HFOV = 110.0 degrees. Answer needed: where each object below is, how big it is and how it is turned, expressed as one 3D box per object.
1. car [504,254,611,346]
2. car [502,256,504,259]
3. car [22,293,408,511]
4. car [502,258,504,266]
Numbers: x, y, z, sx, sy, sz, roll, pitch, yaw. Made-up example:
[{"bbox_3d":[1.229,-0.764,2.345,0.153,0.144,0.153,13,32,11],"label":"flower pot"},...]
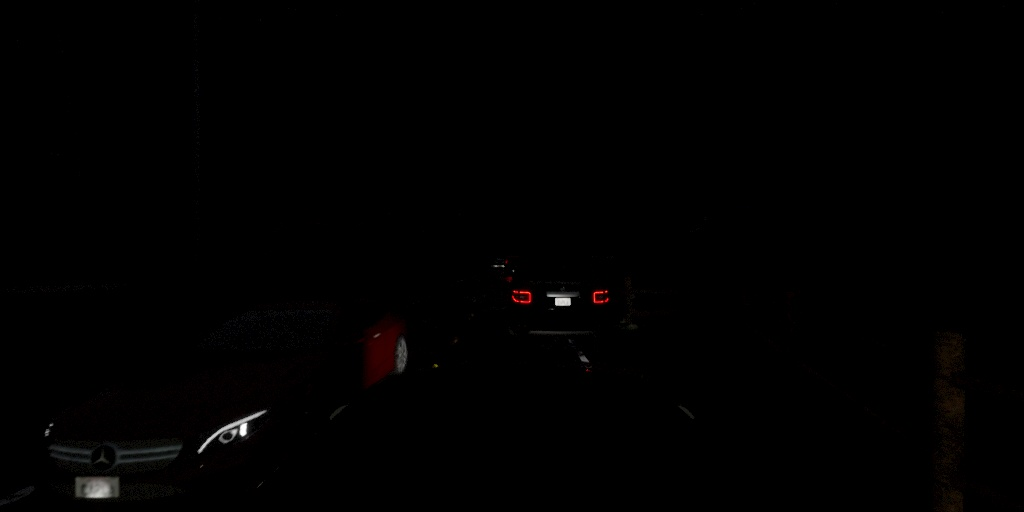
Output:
[{"bbox_3d":[0.982,0.972,9.567,2.150,2.045,5.566,0,0,0],"label":"car"},{"bbox_3d":[0.101,0.984,48.891,2.150,2.045,5.566,0,0,0],"label":"car"},{"bbox_3d":[-2.740,1.275,4.704,1.812,1.442,4.674,0,0,0],"label":"car"},{"bbox_3d":[0.154,1.260,38.766,1.837,1.490,4.892,0,0,0],"label":"car"}]
